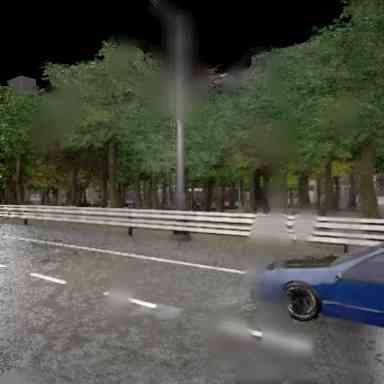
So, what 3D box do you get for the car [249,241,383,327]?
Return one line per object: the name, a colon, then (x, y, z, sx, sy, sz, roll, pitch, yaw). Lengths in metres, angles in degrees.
car: (3.722, 1.548, 5.513, 5.357, 1.411, 2.033, 0, 0, 35)
